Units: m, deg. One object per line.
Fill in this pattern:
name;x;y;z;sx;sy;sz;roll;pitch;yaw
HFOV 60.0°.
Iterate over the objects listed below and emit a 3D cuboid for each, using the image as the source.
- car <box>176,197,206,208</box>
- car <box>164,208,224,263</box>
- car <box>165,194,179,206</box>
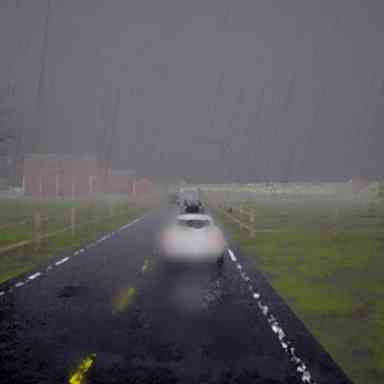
car;0.080;1.360;26.588;2.128;1.511;4.902;0;0;0
car;0.075;1.467;11.650;1.812;1.442;4.674;0;0;0
car;-2.802;1.120;49.326;2.097;1.767;4.553;0;0;0
